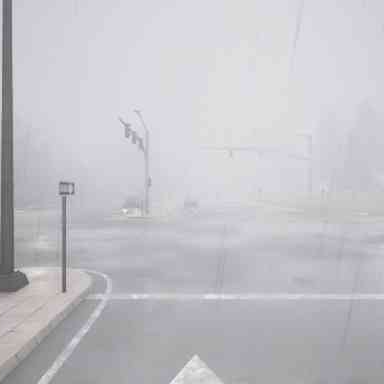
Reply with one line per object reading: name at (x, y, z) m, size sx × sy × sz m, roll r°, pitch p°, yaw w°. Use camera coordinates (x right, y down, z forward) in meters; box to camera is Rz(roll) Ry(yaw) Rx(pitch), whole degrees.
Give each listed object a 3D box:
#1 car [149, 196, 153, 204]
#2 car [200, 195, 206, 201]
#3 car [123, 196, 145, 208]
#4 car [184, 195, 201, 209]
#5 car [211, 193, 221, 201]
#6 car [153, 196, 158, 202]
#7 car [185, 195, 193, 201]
car at (-8.450, 1.501, 58.594) m, size 1.837 × 1.490 × 4.892 m, roll 0°, pitch 1°, yaw -1°
car at (2.693, 1.524, 85.929) m, size 1.812 × 1.442 × 4.674 m, roll 0°, pitch 0°, yaw -1°
car at (-8.282, 1.352, 46.767) m, size 2.097 × 1.767 × 4.553 m, roll 0°, pitch 0°, yaw -1°
car at (-0.153, 1.526, 44.823) m, size 1.812 × 1.442 × 4.674 m, roll 0°, pitch 0°, yaw -1°
car at (6.193, 1.225, 85.939) m, size 2.150 × 2.045 × 5.566 m, roll 0°, pitch 0°, yaw -1°
car at (-8.611, 1.595, 73.533) m, size 1.895 × 1.301 × 4.718 m, roll 0°, pitch 0°, yaw -1°
car at (-0.806, 1.500, 85.866) m, size 1.837 × 1.490 × 4.892 m, roll 0°, pitch 0°, yaw -1°
